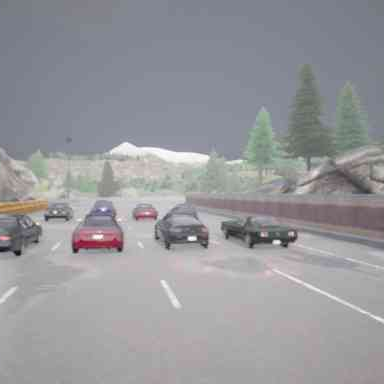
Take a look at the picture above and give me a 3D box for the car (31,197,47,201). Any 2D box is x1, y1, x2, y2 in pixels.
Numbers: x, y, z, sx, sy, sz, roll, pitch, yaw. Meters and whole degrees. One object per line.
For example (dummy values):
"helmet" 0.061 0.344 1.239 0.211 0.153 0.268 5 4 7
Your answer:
"car" -30.365 1.701 67.857 1.895 1.301 4.718 1 0 -1

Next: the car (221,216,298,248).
"car" 2.909 1.756 15.670 1.895 1.301 4.718 1 0 -14

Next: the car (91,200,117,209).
"car" -7.548 1.463 28.475 2.097 1.767 4.553 1 -1 -14

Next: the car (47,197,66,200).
"car" -26.870 1.692 67.687 2.033 1.411 5.357 1 0 -1

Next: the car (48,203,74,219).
"car" -10.921 1.610 27.523 2.033 1.411 5.357 1 0 -14

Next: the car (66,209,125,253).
"car" -3.922 1.619 14.134 1.994 1.385 4.181 1 0 -14

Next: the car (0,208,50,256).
"car" -7.241 1.550 12.981 2.033 1.411 5.357 1 0 -14

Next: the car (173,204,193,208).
"car" -0.809 1.780 30.379 1.994 1.385 4.181 1 0 -14

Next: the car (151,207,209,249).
"car" -0.549 1.631 15.087 1.812 1.442 4.674 1 0 -14

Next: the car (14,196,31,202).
"car" -33.861 1.585 68.088 1.812 1.442 4.674 1 0 -1

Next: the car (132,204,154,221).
"car" -4.205 1.729 29.531 1.994 1.385 4.181 1 0 -14

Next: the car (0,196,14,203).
"car" -37.370 1.571 68.289 1.994 1.385 4.181 1 0 1
